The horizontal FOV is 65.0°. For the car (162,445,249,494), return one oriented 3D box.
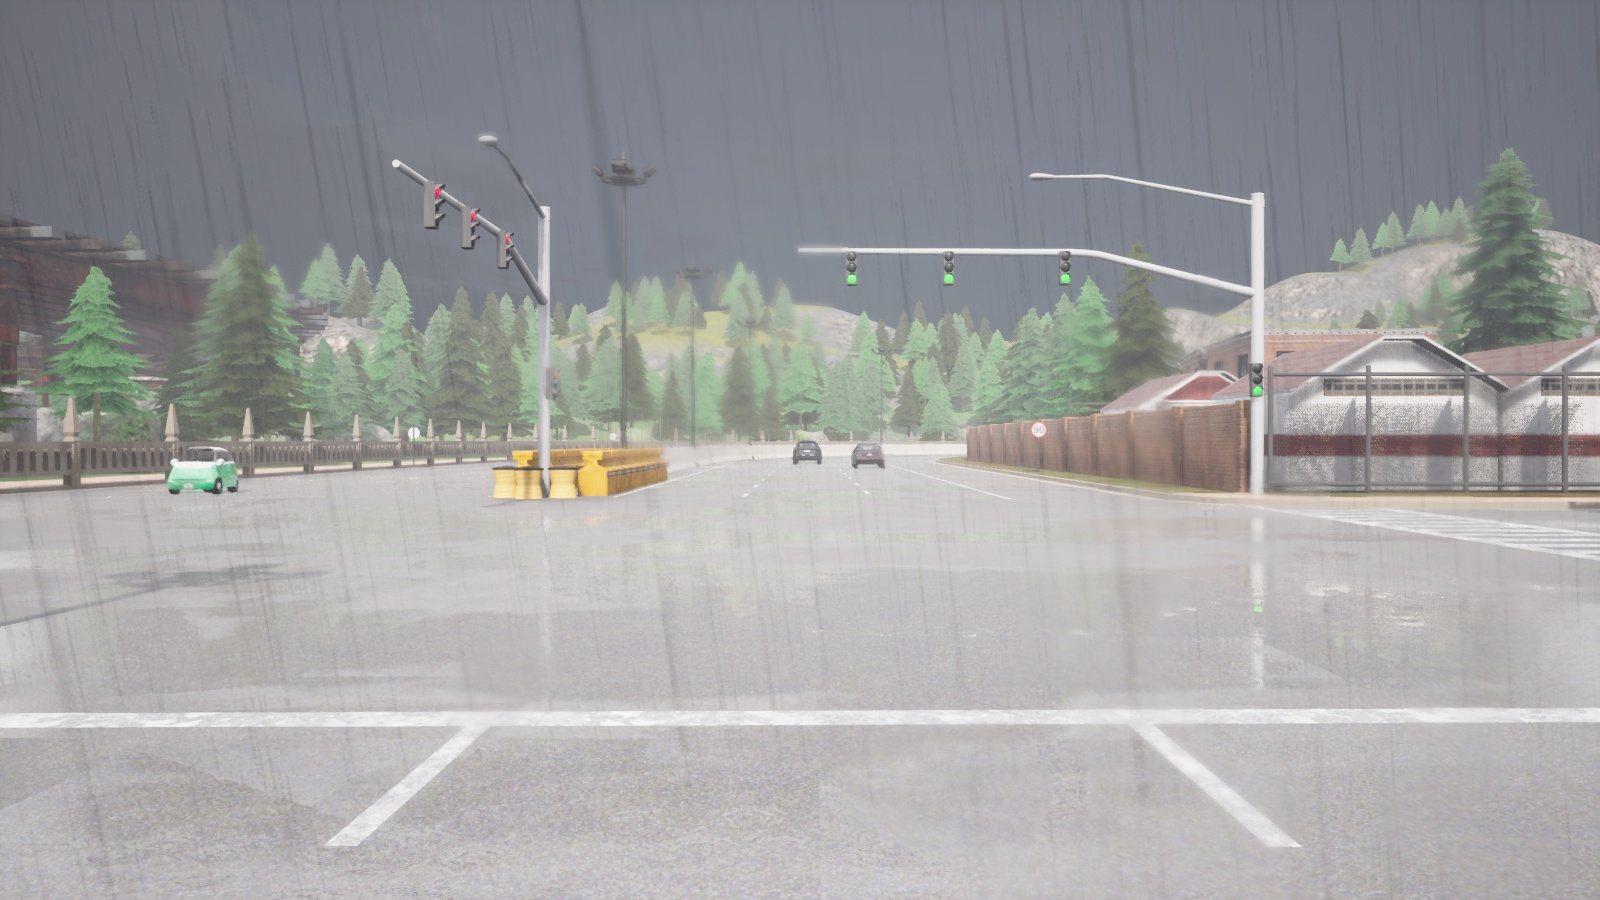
[{"bbox_3d":[-17.281,0.556,36.572,1.481,1.376,2.207,0,1,0],"label":"car"}]

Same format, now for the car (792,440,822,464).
[{"bbox_3d":[0.527,0.116,86.801,2.033,1.649,4.856,0,0,1],"label":"car"}]

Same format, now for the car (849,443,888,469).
[{"bbox_3d":[3.922,0.327,72.886,2.033,1.411,5.357,0,0,0],"label":"car"}]

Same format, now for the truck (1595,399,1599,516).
[{"bbox_3d":[19.374,0.097,25.129,5.204,2.467,2.627,-1,0,2],"label":"truck"}]
